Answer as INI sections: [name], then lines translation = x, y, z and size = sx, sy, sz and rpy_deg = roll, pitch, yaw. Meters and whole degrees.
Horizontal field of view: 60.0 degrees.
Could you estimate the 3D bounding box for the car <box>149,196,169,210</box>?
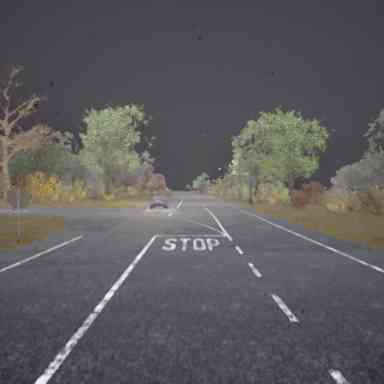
[car]
translation = -3.536, 1.159, 36.544
size = 1.837, 1.490, 4.892
rpy_deg = 0, -1, 0
